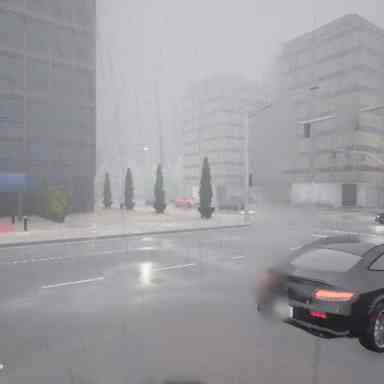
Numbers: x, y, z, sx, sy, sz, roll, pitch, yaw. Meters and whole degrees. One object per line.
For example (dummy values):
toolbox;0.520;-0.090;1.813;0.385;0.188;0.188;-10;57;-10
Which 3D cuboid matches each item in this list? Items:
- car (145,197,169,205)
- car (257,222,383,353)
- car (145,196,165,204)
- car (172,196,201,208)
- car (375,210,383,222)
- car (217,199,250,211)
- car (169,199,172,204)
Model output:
car;-6.161;1.564;55.686;1.994;1.385;4.181;0;0;-35
car;3.210;1.526;6.110;4.674;1.442;1.812;0;0;-35
car;-7.154;1.564;63.520;1.994;1.385;4.181;0;0;-35
car;-0.467;1.352;47.548;2.097;1.767;4.553;0;0;-35
car;14.977;1.548;23.341;5.357;1.411;2.033;0;0;-36
car;4.916;1.564;39.870;1.994;1.385;4.181;0;0;-35
car;-2.746;1.601;63.328;1.895;1.301;4.718;0;0;-35
